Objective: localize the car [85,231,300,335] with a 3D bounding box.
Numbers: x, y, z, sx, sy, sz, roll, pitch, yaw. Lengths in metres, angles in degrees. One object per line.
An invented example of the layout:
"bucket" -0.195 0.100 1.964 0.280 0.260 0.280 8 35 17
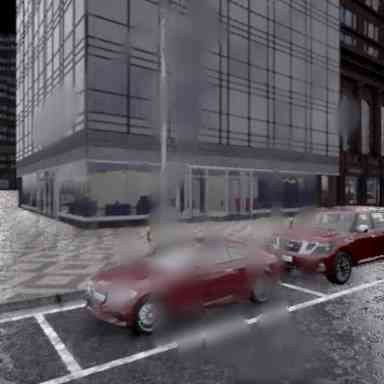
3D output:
"car" 0.041 1.603 6.681 4.206 1.307 1.802 0 0 -36

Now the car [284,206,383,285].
"car" 4.459 1.368 9.833 5.009 1.841 2.192 0 0 -36
